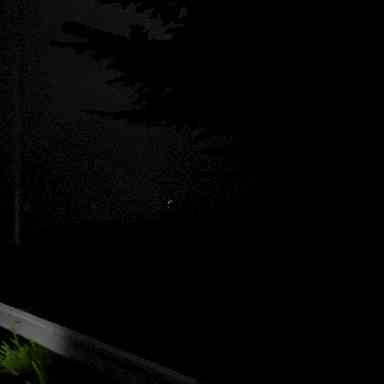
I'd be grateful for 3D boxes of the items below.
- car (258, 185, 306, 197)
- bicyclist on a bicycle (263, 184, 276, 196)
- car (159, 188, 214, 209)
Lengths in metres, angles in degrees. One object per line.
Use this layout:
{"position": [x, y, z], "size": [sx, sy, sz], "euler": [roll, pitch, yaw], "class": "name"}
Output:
{"position": [8.660, -0.007, 31.493], "size": [5.008, 1.535, 1.882], "euler": [-4, 1, -12], "class": "car"}
{"position": [5.453, 0.288, 23.385], "size": [0.582, 1.620, 1.656], "euler": [1, 4, -28], "class": "bicyclist on a bicycle"}
{"position": [-0.462, 0.625, 27.523], "size": [4.553, 1.767, 2.097], "euler": [-5, 2, -29], "class": "car"}
